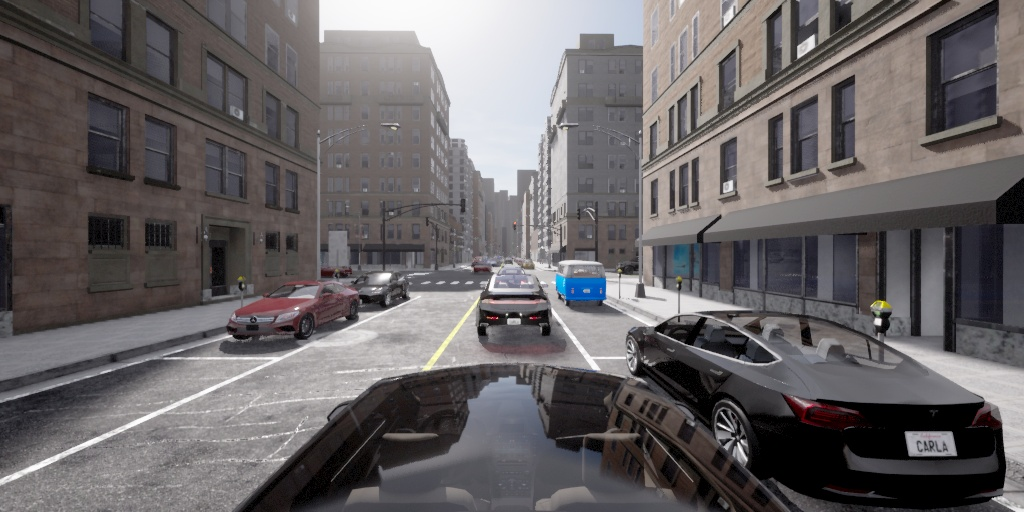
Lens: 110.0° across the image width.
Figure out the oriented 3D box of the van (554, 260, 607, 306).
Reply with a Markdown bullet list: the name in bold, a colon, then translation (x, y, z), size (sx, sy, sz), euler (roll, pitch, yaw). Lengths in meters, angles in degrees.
- **van**: translation (2.831, 1.090, 15.419), size (1.690, 1.789, 3.998), euler (0, 0, 0)

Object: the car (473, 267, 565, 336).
- **car**: translation (0.057, 1.241, 10.388), size (2.128, 1.511, 4.902), euler (0, 0, 0)

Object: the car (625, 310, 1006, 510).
- **car**: translation (2.852, 1.316, 4.522), size (1.948, 1.339, 4.313), euler (0, 0, 0)

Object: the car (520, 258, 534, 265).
- **car**: translation (2.546, 1.267, 54.778), size (1.751, 1.417, 4.829), euler (0, 0, -1)

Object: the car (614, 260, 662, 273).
- **car**: translation (14.726, 1.211, 42.081), size (5.008, 1.535, 1.882), euler (0, 0, -1)

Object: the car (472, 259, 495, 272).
- **car**: translation (-3.211, 1.343, 39.577), size (1.895, 1.301, 4.718), euler (0, 0, 0)

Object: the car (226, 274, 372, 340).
- **car**: translation (-5.683, 1.332, 9.942), size (1.802, 1.307, 4.207), euler (0, 0, 0)

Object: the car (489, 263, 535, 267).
- **car**: translation (-0.034, 1.297, 20.131), size (2.033, 1.411, 5.357), euler (0, 0, 0)

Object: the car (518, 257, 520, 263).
- **car**: translation (2.462, 1.179, 60.133), size (1.967, 1.591, 4.097), euler (0, 0, -1)

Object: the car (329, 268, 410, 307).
- **car**: translation (-5.694, 1.315, 15.393), size (1.948, 1.339, 4.313), euler (0, 0, 0)

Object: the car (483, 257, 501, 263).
- **car**: translation (-3.516, 1.285, 63.404), size (2.033, 1.411, 5.357), euler (0, 0, -1)

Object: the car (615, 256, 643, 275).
- **car**: translation (14.107, 0.964, 38.823), size (5.566, 2.045, 2.150), euler (0, 0, -1)

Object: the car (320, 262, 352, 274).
- **car**: translation (-16.657, 1.340, 31.695), size (4.718, 1.301, 1.895), euler (0, 0, -1)
